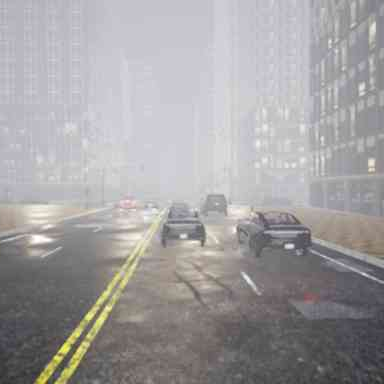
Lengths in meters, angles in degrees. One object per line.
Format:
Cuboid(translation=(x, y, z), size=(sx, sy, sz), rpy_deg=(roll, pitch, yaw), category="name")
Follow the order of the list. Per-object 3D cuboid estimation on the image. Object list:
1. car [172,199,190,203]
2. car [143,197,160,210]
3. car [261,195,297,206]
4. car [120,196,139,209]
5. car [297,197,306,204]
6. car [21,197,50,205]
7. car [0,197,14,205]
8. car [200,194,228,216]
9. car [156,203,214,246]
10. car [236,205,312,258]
Cuboid(translation=(-1.236, 1.450, 33.168), size=(2.128, 1.511, 4.902), rpy_deg=(0, 0, -3), category="car")
Cuboid(translation=(-5.038, 1.443, 41.919), size=(2.128, 1.511, 4.902), rpy_deg=(0, 0, -2), category="car")
Cuboid(translation=(13.890, 1.419, 54.550), size=(5.009, 1.841, 2.192), rpy_deg=(0, 0, -2), category="car")
Cuboid(translation=(-8.395, 1.304, 44.840), size=(2.097, 1.767, 4.553), rpy_deg=(0, 0, -2), category="car")
Cuboid(translation=(19.109, 1.520, 63.088), size=(4.829, 1.417, 1.752), rpy_deg=(0, 0, -2), category="car")
Cuboid(translation=(-25.019, 1.416, 53.272), size=(4.313, 1.339, 1.947), rpy_deg=(0, 0, -1), category="car")
Cuboid(translation=(-30.704, 1.394, 53.142), size=(4.206, 1.307, 1.802), rpy_deg=(0, 0, -1), category="car")
Cuboid(translation=(2.069, 1.174, 32.080), size=(2.150, 2.045, 5.566), rpy_deg=(0, 0, -3), category="car")
Cuboid(translation=(-0.415, 1.476, 15.092), size=(2.128, 1.511, 4.902), rpy_deg=(0, 0, -2), category="car")
Cuboid(translation=(2.936, 1.471, 12.770), size=(2.128, 1.511, 4.902), rpy_deg=(0, 0, -2), category="car")
